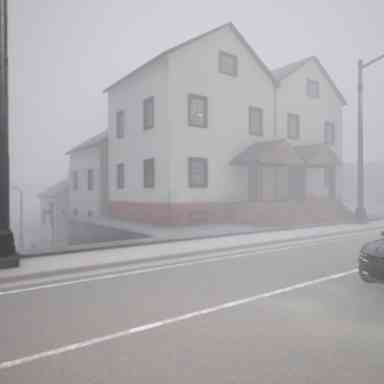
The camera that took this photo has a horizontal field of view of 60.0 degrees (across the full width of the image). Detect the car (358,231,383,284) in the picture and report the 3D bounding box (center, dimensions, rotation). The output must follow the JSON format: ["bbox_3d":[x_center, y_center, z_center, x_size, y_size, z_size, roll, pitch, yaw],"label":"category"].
[{"bbox_3d":[6.151,1.429,8.364,5.008,1.535,1.882,0,0,-35],"label":"car"}]
